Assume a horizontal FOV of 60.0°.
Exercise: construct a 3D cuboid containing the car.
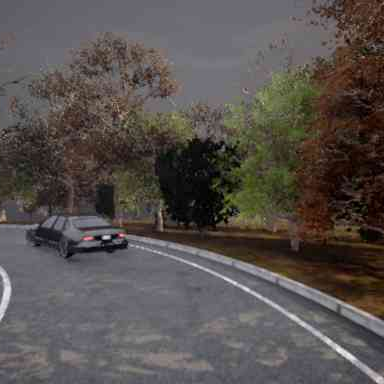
[{"bbox_3d":[-4.494,1.489,12.486,2.033,1.411,5.357,0,0,-44],"label":"car"}]
